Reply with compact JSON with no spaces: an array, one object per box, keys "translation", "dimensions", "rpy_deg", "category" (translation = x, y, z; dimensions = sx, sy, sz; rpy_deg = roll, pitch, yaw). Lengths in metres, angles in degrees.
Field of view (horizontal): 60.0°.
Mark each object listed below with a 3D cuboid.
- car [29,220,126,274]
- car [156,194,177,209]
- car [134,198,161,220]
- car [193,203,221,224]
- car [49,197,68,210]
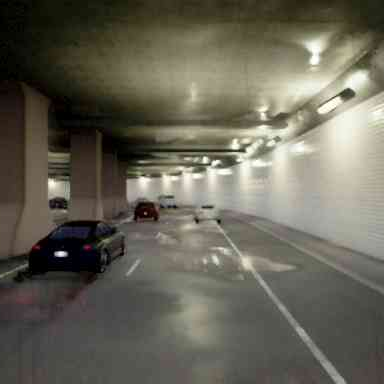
[{"translation":[-3.400,1.587,10.630],"dimensions":[1.994,1.385,4.181],"rpy_deg":[0,0,0],"category":"car"},{"translation":[-3.738,1.326,47.430],"dimensions":[2.150,2.045,5.566],"rpy_deg":[0,0,-17],"category":"car"},{"translation":[-3.855,1.539,28.510],"dimensions":[1.882,1.535,5.008],"rpy_deg":[0,0,-4],"category":"car"},{"translation":[1.118,1.581,25.530],"dimensions":[1.812,1.442,4.674],"rpy_deg":[0,0,-3],"category":"car"},{"translation":[-17.552,1.445,43.889],"dimensions":[2.097,1.767,4.553],"rpy_deg":[0,0,-17],"category":"car"}]
